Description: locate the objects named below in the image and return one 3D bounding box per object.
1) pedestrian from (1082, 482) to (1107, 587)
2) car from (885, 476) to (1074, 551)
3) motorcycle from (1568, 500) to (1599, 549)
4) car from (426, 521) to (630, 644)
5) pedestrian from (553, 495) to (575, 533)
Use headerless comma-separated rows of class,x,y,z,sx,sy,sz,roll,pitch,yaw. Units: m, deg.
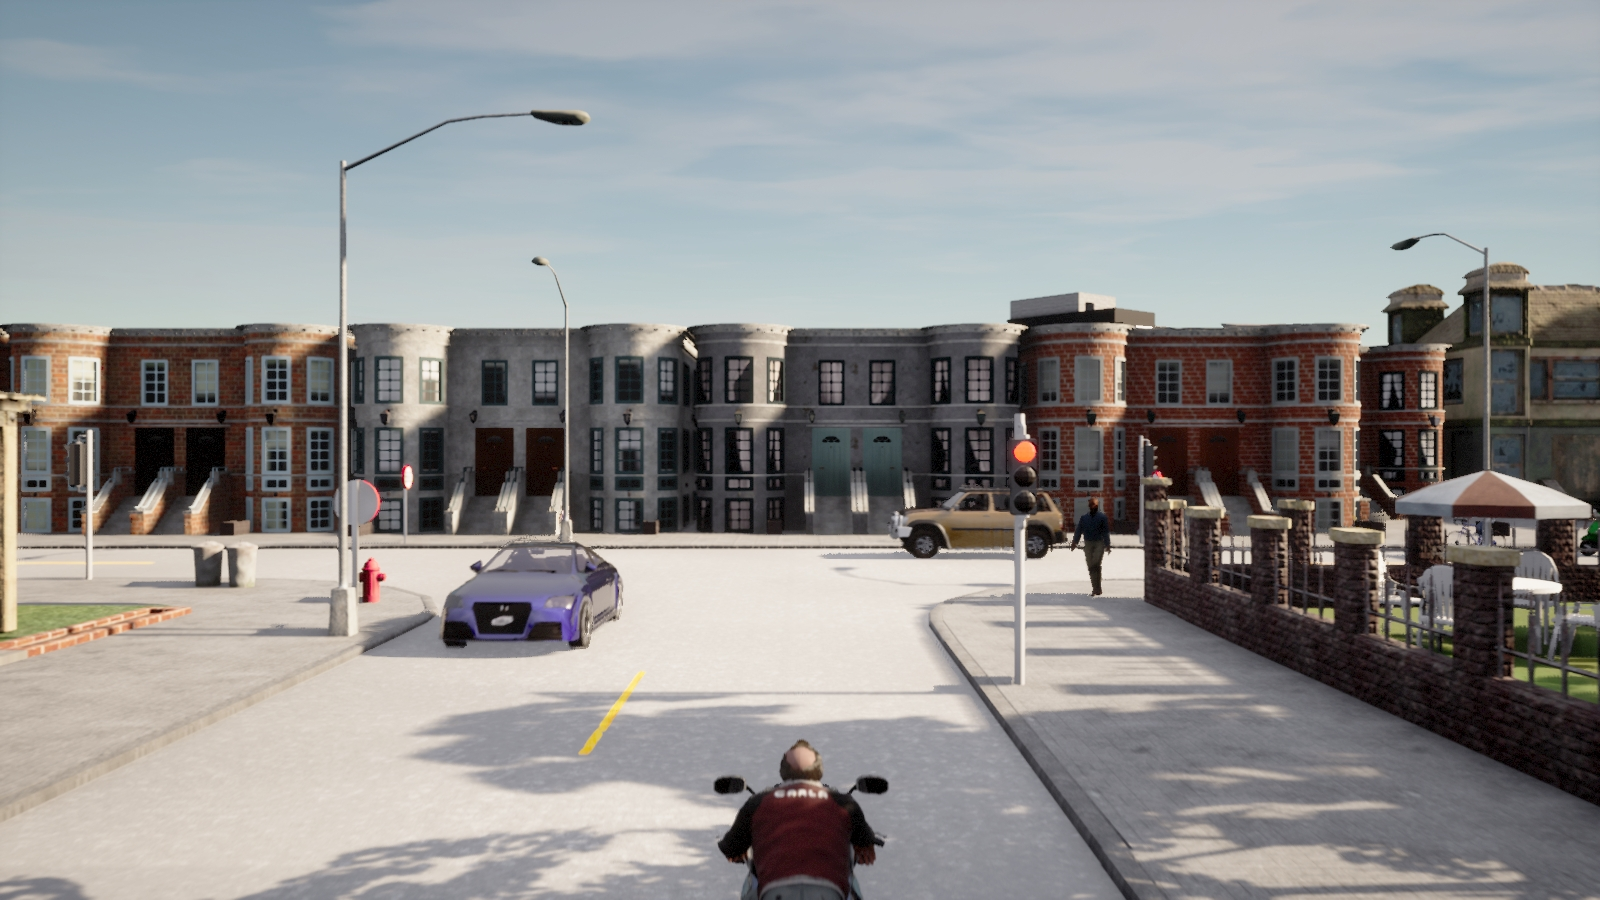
pedestrian,5.338,1.516,20.715,0.375,1.860,0.375,0,0,25
car,4.656,1.645,30.083,4.605,1.855,1.932,0,0,-2
motorcycle,21.480,1.962,30.181,1.805,1.236,0.856,0,0,0
car,-3.960,1.899,17.405,1.994,1.385,4.181,0,0,2
pedestrian,-7.079,1.905,34.256,0.500,1.100,0.500,0,0,10
